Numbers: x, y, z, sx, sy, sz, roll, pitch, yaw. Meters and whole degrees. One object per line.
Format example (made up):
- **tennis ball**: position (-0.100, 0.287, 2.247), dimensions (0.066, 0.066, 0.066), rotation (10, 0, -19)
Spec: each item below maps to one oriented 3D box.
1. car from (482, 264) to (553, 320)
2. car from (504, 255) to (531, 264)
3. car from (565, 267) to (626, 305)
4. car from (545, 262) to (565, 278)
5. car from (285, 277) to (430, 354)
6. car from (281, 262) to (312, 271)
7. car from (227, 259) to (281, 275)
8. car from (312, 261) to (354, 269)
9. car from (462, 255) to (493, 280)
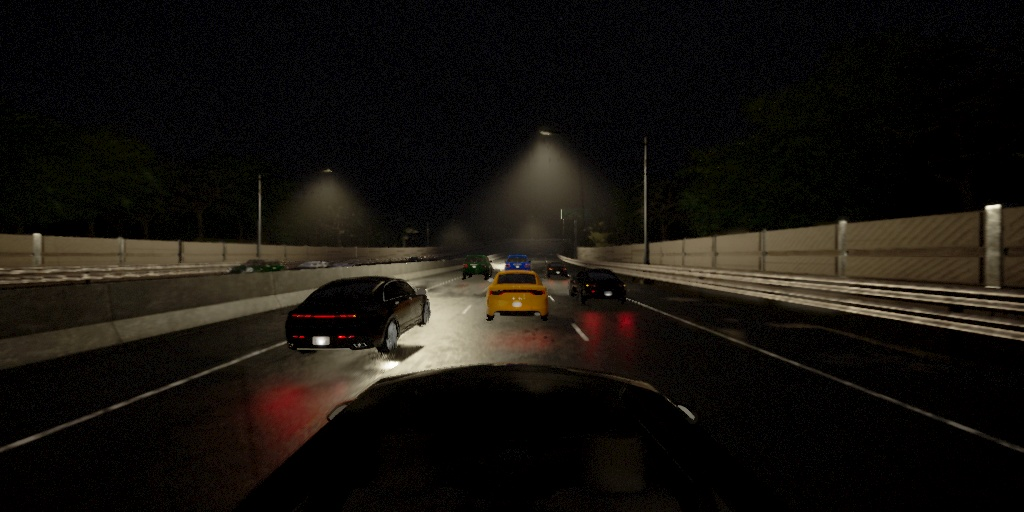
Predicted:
- **car**: position (0.173, 1.225, 12.666), dimensions (1.882, 1.535, 5.008), rotation (0, 0, 1)
- **car**: position (0.514, 0.963, 31.564), dimensions (2.150, 2.045, 5.566), rotation (0, 0, 1)
- **car**: position (3.727, 1.274, 16.057), dimensions (1.812, 1.442, 4.674), rotation (0, 0, 1)
- **car**: position (4.072, 1.269, 33.518), dimensions (1.812, 1.442, 4.674), rotation (0, 0, 2)
- **car**: position (-3.361, 1.251, 8.758), dimensions (1.837, 1.490, 4.892), rotation (0, 0, 0)
- **car**: position (-17.192, 1.220, 31.117), dimensions (2.128, 1.511, 4.902), rotation (0, 0, 2)
- **car**: position (-20.740, 1.079, 29.267), dimensions (2.097, 1.767, 4.553), rotation (0, 0, 1)
- **car**: position (-13.749, 1.296, 28.872), dimensions (1.994, 1.385, 4.181), rotation (0, 0, 1)
- **car**: position (-2.986, 0.960, 31.607), dimensions (2.150, 2.045, 5.566), rotation (0, 0, 1)
